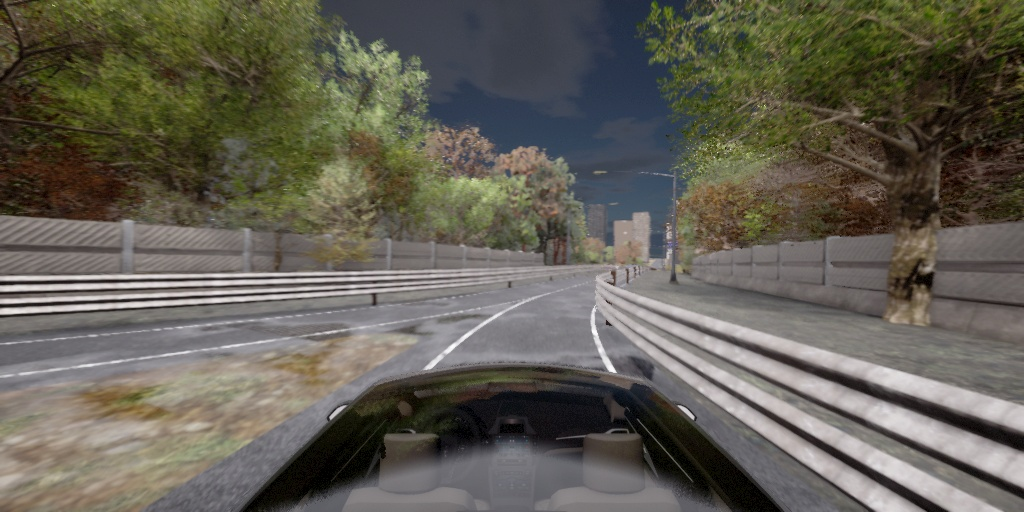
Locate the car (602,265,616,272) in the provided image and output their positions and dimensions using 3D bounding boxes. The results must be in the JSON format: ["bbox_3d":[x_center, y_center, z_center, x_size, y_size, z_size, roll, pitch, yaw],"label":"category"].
[{"bbox_3d":[16.171,2.163,59.562,1.812,1.442,4.674,1,-1,23],"label":"car"}]

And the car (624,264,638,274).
[{"bbox_3d":[19.541,2.185,59.141,1.882,1.535,5.008,1,-1,22],"label":"car"}]
